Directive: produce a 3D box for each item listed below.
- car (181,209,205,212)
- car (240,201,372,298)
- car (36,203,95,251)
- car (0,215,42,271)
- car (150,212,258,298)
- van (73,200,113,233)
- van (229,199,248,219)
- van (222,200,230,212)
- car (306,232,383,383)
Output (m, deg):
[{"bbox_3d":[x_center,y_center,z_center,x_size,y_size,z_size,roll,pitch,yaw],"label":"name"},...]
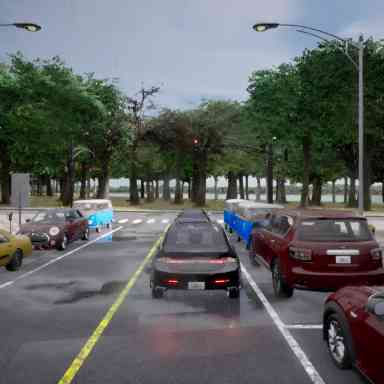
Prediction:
[{"bbox_3d":[0.045,1.566,17.399,1.994,1.385,4.181,0,0,1],"label":"car"},{"bbox_3d":[2.755,1.315,8.450,2.192,1.841,5.009,0,0,0],"label":"car"},{"bbox_3d":[-5.774,1.441,13.882,1.967,1.590,4.097,0,0,0],"label":"car"},{"bbox_3d":[-5.770,1.526,8.275,1.752,1.417,4.829,0,0,0],"label":"car"},{"bbox_3d":[0.084,1.492,8.480,2.128,1.511,4.902,0,0,0],"label":"car"},{"bbox_3d":[-5.777,1.343,19.320,1.690,1.788,3.998,0,0,0],"label":"van"},{"bbox_3d":[2.751,1.342,13.888,1.690,1.788,3.998,0,0,0],"label":"van"},{"bbox_3d":[2.748,1.343,19.325,1.690,1.788,3.998,0,0,0],"label":"van"},{"bbox_3d":[2.759,1.440,3.012,1.967,1.590,4.097,0,0,0],"label":"car"}]
